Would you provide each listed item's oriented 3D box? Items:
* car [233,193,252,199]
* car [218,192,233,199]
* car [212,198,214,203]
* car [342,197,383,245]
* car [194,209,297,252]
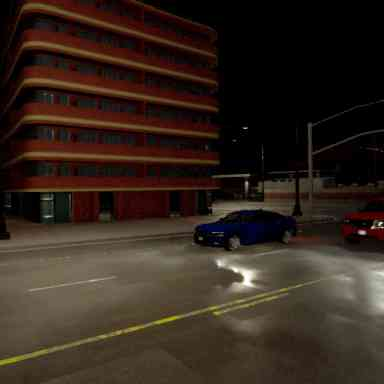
[{"bbox_3d":[12.890,1.061,81.963,3.806,1.475,1.970,-1,1,-35],"label":"car"},{"bbox_3d":[8.918,0.930,86.185,4.611,1.667,2.242,-1,1,-35],"label":"car"},{"bbox_3d":[2.013,1.426,61.661,1.837,1.490,4.892,-1,0,-37],"label":"car"},{"bbox_3d":[8.907,1.228,14.565,5.566,2.045,2.150,0,0,-35],"label":"car"},{"bbox_3d":[2.375,1.511,14.253,5.008,1.535,1.882,0,0,-35],"label":"car"}]
